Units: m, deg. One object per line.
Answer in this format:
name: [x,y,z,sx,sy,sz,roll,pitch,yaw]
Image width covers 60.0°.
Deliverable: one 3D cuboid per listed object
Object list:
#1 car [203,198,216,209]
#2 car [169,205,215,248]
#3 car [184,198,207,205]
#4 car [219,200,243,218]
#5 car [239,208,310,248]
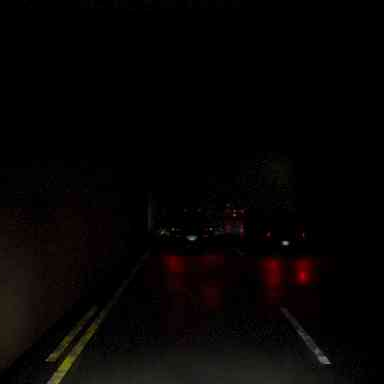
car: [1.731,1.533,42.974,1.812,1.442,4.674,0,0,18]
car: [0.000,1.533,14.650,1.812,1.442,4.674,0,0,0]
car: [0.000,1.563,29.650,2.033,1.411,5.357,0,0,0]
car: [3.500,1.616,29.680,1.895,1.301,4.718,0,0,0]
car: [3.500,1.616,14.680,1.895,1.301,4.718,0,0,0]
